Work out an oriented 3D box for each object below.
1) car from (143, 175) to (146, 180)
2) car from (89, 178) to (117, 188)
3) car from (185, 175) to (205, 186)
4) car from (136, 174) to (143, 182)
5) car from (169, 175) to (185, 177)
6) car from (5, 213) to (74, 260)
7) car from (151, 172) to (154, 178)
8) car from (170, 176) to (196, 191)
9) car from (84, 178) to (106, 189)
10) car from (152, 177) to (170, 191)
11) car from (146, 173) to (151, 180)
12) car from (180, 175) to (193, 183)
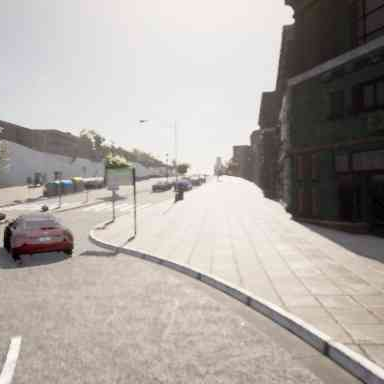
[{"bbox_3d":[-13.998,-3.151,77.694,4.892,1.521,2.231,-3,5,-14],"label":"car"},{"bbox_3d":[-16.086,-1.655,60.161,4.674,1.452,2.002,-3,4,-11],"label":"car"},{"bbox_3d":[0.512,-1.876,57.019,2.128,1.511,4.902,-1,5,8],"label":"car"},{"bbox_3d":[-14.278,-2.912,74.758,4.892,1.521,2.231,-3,5,-14],"label":"car"},{"bbox_3d":[-2.421,-1.743,57.691,1.895,1.301,4.718,-1,5,8],"label":"car"},{"bbox_3d":[-5.831,1.496,12.521,1.994,1.385,4.181,-1,1,-32],"label":"car"},{"bbox_3d":[-13.294,-3.851,86.514,5.008,1.535,2.097,-3,4,-15],"label":"car"},{"bbox_3d":[-1.189,-1.037,46.856,1.882,1.535,5.008,-1,5,11],"label":"car"},{"bbox_3d":[-17.026,-1.165,54.332,4.792,1.488,2.163,-3,5,-10],"label":"car"},{"bbox_3d":[-4.179,-0.908,47.167,2.033,1.411,5.357,-1,5,11],"label":"car"},{"bbox_3d":[-13.522,-3.620,83.570,5.008,1.535,2.097,-3,4,-15],"label":"car"},{"bbox_3d":[-1.076,-2.663,67.493,2.128,1.511,4.902,-1,5,6],"label":"car"}]
